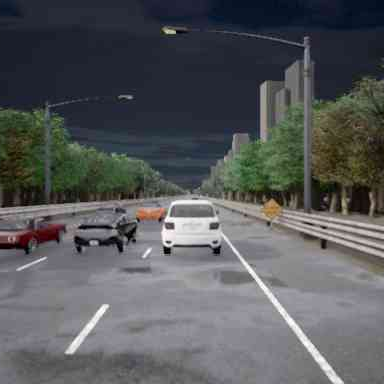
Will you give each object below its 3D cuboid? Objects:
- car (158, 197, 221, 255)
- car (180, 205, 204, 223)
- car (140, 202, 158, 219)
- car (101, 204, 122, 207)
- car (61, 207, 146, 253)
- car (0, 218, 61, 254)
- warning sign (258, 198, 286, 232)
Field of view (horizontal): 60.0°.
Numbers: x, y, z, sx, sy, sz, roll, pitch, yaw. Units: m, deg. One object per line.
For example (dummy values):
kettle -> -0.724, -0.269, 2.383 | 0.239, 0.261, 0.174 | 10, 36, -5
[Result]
car -> -0.001, 1.349, 14.021 | 2.150, 2.045, 5.566 | 0, 0, 0
car -> -0.004, 1.881, 29.105 | 1.895, 1.301, 4.718 | 0, -1, 0
car -> -3.505, 1.630, 29.066 | 2.097, 1.767, 4.553 | 0, -1, 0
car -> -7.002, 1.775, 29.306 | 2.128, 1.511, 4.902 | 0, 0, 0
car -> -3.499, 1.628, 14.297 | 2.128, 1.511, 4.902 | 0, 0, 0
car -> -7.001, 1.734, 14.102 | 1.895, 1.301, 4.718 | 0, -1, 0
warning sign -> 4.550, 1.296, 18.980 | 1.300, 1.860, 1.060 | 0, 0, 0
